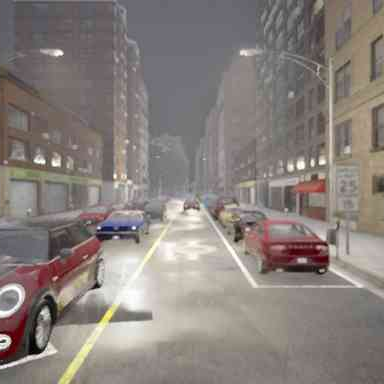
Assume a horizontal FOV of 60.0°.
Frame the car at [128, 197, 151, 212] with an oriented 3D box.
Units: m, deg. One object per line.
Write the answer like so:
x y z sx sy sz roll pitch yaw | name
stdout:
-5.897 1.362 37.798 1.967 1.590 4.097 0 0 0 | car

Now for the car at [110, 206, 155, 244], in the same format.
-3.097 1.558 15.835 1.895 1.301 4.718 0 0 0 | car

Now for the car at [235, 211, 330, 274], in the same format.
2.661 1.514 10.264 1.887 1.381 4.507 0 0 0 | car

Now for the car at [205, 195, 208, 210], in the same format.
2.635 1.367 32.293 1.967 1.590 4.097 0 0 0 | car

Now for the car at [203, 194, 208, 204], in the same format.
2.628 1.361 37.799 1.967 1.590 4.097 0 0 0 | car

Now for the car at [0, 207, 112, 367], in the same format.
-3.086 1.334 5.994 2.097 1.767 4.553 0 0 -1 | car

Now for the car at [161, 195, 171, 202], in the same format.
-5.944 1.490 76.358 1.947 1.339 4.313 0 0 0 | car

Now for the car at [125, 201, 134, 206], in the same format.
-5.884 1.518 26.781 1.802 1.307 4.206 0 0 0 | car

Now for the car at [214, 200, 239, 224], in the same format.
2.648 1.469 21.448 1.752 1.417 4.829 0 0 0 | car

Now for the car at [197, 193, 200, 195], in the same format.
2.582 1.448 76.523 1.752 1.417 4.829 0 0 0 | car

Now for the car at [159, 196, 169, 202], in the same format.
-5.937 1.503 70.849 1.802 1.307 4.206 0 0 0 | car

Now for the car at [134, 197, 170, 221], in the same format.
-3.039 1.414 26.302 1.882 1.535 5.008 0 0 0 | car

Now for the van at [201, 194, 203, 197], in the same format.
2.615 1.256 48.814 1.690 1.788 3.998 0 0 0 | van

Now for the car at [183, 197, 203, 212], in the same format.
-0.043 1.522 37.783 1.895 1.301 4.718 0 0 0 | car

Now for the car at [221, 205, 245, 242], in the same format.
2.655 1.522 15.771 1.947 1.339 4.313 0 0 0 | car

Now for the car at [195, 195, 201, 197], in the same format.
-0.052 1.479 48.108 1.994 1.385 4.181 0 0 0 | car

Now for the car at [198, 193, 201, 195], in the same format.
2.595 1.468 65.338 2.008 1.369 4.403 0 0 0 | car

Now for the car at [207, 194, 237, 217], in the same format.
2.642 1.249 26.785 2.192 1.841 5.009 0 0 0 | car

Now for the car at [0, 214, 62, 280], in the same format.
-5.864 1.521 10.257 2.008 1.369 4.403 0 0 0 | car

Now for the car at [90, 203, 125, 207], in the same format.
-5.877 1.490 21.273 1.887 1.381 4.507 0 0 0 | car
